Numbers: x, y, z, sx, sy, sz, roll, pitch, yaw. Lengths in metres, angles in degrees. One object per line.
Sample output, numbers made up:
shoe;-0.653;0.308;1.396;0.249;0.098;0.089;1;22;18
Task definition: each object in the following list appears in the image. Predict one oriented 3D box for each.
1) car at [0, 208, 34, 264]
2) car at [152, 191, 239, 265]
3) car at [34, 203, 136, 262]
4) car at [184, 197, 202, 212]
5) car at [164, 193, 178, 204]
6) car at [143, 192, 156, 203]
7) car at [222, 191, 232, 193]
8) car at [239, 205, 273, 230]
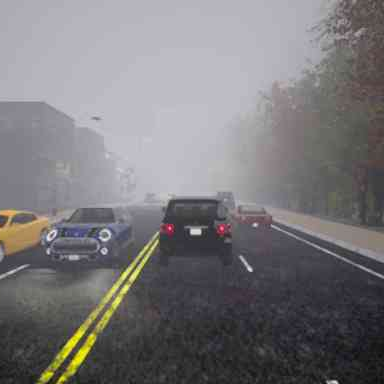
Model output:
car;-6.600;1.379;11.366;1.882;1.535;5.008;0;0;0
car;0.100;1.122;11.474;2.150;2.045;5.566;0;1;0
car;-3.349;1.250;11.691;2.097;1.767;4.553;0;0;0
car;0.103;1.293;35.663;1.895;1.301;4.718;0;0;0
car;-3.313;1.016;53.526;1.882;1.535;5.008;0;0;0
car;-6.560;0.889;53.653;2.097;1.767;4.553;0;0;0
car;3.353;0.909;36.193;2.150;2.045;5.566;0;0;0
car;3.351;1.430;19.815;1.895;1.301;4.718;0;0;0
